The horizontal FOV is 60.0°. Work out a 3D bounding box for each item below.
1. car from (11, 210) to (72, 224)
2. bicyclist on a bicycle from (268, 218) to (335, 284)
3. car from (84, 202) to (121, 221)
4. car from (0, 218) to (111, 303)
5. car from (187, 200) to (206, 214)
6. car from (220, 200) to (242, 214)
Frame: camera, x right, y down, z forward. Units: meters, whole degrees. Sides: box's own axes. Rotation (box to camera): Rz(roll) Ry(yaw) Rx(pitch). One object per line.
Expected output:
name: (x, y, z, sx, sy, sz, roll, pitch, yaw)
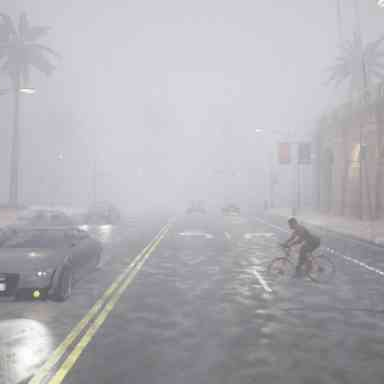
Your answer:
car: (-7.007, 1.563, 15.628, 1.994, 1.385, 4.181, 0, 0, 1)
bicyclist on a bicycle: (2.644, 1.454, 8.109, 1.656, 1.620, 0.582, -2, 0, 0)
car: (-6.783, 1.526, 25.700, 1.812, 1.442, 4.674, 0, 0, 1)
car: (-3.567, 1.564, 8.119, 1.994, 1.385, 4.181, 0, 0, 0)
car: (0.436, 1.547, 34.867, 2.033, 1.411, 5.357, 0, 0, 1)
car: (3.970, 1.526, 34.847, 1.812, 1.442, 4.674, 0, 0, 2)
